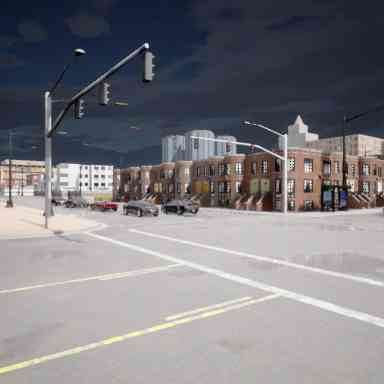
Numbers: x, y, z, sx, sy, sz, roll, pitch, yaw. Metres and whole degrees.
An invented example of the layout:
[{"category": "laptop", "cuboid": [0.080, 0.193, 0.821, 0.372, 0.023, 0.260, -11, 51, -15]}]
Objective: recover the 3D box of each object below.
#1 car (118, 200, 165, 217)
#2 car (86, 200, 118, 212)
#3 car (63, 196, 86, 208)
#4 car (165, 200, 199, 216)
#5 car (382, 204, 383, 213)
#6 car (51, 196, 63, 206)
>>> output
[{"category": "car", "cuboid": [-4.866, 1.505, 31.318, 1.837, 1.490, 4.892, 0, 0, -36]}, {"category": "car", "cuboid": [-10.331, 1.601, 38.889, 1.895, 1.301, 4.718, 0, 0, -36]}, {"category": "car", "cuboid": [-16.277, 1.352, 47.138, 2.097, 1.767, 4.553, 0, 0, -36]}, {"category": "car", "cuboid": [-1.229, 1.491, 32.420, 2.128, 1.511, 4.902, 0, 0, -35]}, {"category": "car", "cuboid": [20.215, 1.222, 31.415, 5.566, 2.045, 2.150, 0, 0, -36]}, {"category": "car", "cuboid": [-22.298, 1.492, 55.551, 2.128, 1.511, 4.902, 0, 0, -35]}]
